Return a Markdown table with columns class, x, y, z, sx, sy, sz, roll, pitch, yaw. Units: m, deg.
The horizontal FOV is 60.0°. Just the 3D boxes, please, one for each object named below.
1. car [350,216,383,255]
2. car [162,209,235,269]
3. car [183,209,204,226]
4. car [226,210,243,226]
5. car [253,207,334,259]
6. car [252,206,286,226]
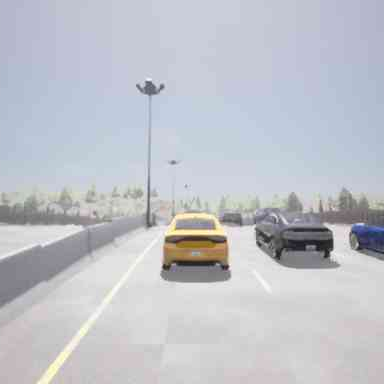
| class | x | y | z | sx | sy | sz | roll | pitch | yaw |
| --- | --- | --- | --- | --- | --- | --- | --- | --- | --- |
| car | 7.103 | 1.469 | 11.051 | 1.882 | 1.535 | 5.008 | 0 | 0 | 0 |
| car | 0.103 | 1.469 | 11.090 | 1.882 | 1.535 | 5.008 | 0 | 0 | 0 |
| car | 0.110 | 2.443 | 31.397 | 1.837 | 1.490 | 4.892 | 0 | -5 | 0 |
| car | 3.610 | 2.448 | 31.583 | 2.128 | 1.511 | 4.902 | 0 | -5 | 0 |
| car | 3.604 | 1.498 | 12.499 | 2.128 | 1.511 | 4.902 | 0 | -1 | 0 |
| car | 7.110 | 2.271 | 31.156 | 2.097 | 1.767 | 4.553 | 0 | -5 | 0 |
